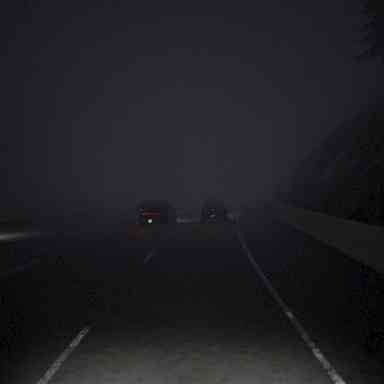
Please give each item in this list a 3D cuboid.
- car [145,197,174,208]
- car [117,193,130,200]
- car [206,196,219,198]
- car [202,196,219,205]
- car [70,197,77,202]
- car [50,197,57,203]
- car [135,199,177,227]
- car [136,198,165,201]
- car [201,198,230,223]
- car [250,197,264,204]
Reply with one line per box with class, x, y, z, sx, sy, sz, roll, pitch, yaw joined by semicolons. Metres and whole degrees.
car;-4.622;1.529;48.229;2.033;1.411;5.357;0;0;19
car;-11.475;1.257;60.327;2.150;2.045;5.566;0;0;18
car;3.185;1.351;48.589;2.097;1.767;4.553;0;0;17
car;3.481;1.523;60.756;1.812;1.442;4.674;0;0;21
car;-17.781;1.479;51.639;1.812;1.442;4.674;0;0;15
car;-21.086;1.513;52.807;1.994;1.385;4.181;0;0;15
car;-2.225;1.497;22.655;1.837;1.490;4.892;-1;0;8
car;-4.165;1.511;32.959;1.812;1.442;4.674;0;0;12
car;1.848;1.491;25.840;2.128;1.511;4.902;0;0;9
car;12.562;1.581;64.426;1.994;1.385;4.181;0;0;23
